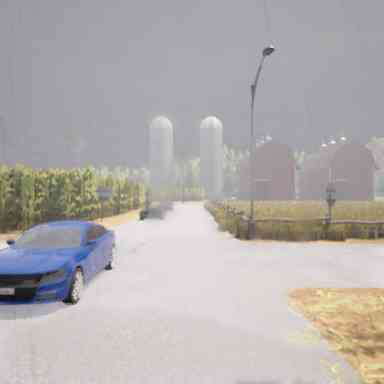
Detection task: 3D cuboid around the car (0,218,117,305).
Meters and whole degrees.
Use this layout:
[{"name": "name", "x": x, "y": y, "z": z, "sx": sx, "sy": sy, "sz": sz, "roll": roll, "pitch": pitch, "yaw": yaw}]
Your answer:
[{"name": "car", "x": -3.210, "y": 1.481, "z": 8.276, "sx": 1.882, "sy": 1.535, "sz": 5.008, "roll": 0, "pitch": -1, "yaw": 0}]

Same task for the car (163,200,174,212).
[{"name": "car", "x": -3.296, "y": 1.777, "z": 42.563, "sx": 2.033, "sy": 1.411, "sz": 5.357, "roll": 0, "pitch": 0, "yaw": 0}]

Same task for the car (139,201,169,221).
[{"name": "car", "x": -3.272, "y": 1.718, "z": 28.326, "sx": 1.895, "sy": 1.301, "sz": 4.718, "roll": 0, "pitch": -1, "yaw": 0}]
